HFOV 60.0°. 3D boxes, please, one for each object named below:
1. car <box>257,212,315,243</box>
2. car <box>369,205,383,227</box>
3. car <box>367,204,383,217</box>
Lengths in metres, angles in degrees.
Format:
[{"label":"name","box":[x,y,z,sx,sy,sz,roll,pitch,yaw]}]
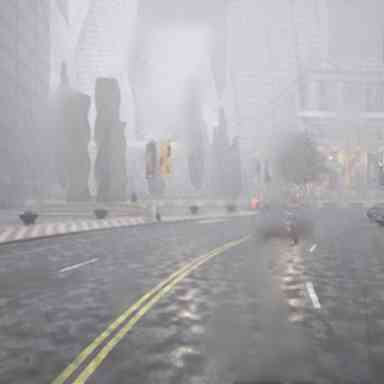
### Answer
[{"label":"car","box":[5.030,1.758,17.401,2.033,1.411,5.357,0,-1,30]},{"label":"car","box":[15.614,1.870,24.819,5.357,1.411,2.033,1,-1,-40]},{"label":"car","box":[18.215,1.888,30.723,4.902,1.511,2.128,1,-1,-32]}]
